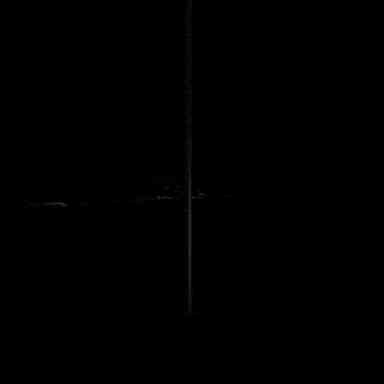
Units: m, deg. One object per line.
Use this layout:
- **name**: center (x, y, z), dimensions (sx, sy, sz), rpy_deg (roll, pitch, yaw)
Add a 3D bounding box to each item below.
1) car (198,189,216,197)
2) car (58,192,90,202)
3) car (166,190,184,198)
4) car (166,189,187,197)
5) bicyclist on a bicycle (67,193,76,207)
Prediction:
- **car**: center (3.044, 0.120, 67.463), dimensions (2.128, 1.511, 4.902), rpy_deg (2, 2, 35)
- **car**: center (-16.381, 0.676, 46.352), dimensions (1.812, 1.442, 4.674), rpy_deg (2, 2, 35)
- **car**: center (-2.702, 0.384, 59.309), dimensions (1.994, 1.385, 4.181), rpy_deg (2, 2, 36)
- **car**: center (-2.967, 0.214, 65.060), dimensions (1.994, 1.385, 4.181), rpy_deg (2, 2, 36)
- **bicyclist on a bicycle**: center (-13.523, 0.895, 37.275), dimensions (1.656, 1.620, 0.582), rpy_deg (0, 1, 35)
